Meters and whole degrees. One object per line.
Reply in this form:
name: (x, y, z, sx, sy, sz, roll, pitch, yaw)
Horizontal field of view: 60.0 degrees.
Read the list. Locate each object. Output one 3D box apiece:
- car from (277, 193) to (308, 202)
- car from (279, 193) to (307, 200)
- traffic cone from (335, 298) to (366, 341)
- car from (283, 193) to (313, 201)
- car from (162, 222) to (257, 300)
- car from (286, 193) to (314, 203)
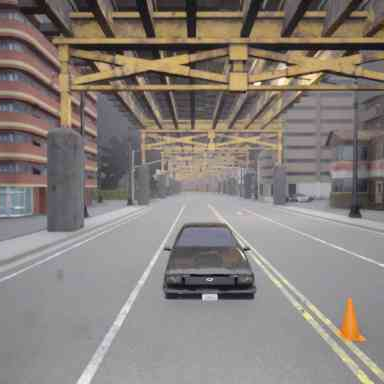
car: (17.814, 0.950, 59.034, 4.974, 1.542, 2.038, 0, 1, 25)
car: (17.861, 0.792, 59.011, 4.536, 1.218, 1.853, 0, 1, 25)
traffic cone: (2.454, 1.948, 5.157, 0.340, 0.580, 0.340, 0, 0, 0)
car: (17.515, 0.840, 54.894, 4.536, 1.218, 1.853, 0, 1, -20)
car: (0.362, 1.532, 8.764, 2.033, 1.411, 5.357, 0, 0, 1)
car: (17.466, 0.998, 54.878, 4.974, 1.542, 2.038, 0, 1, -20)
